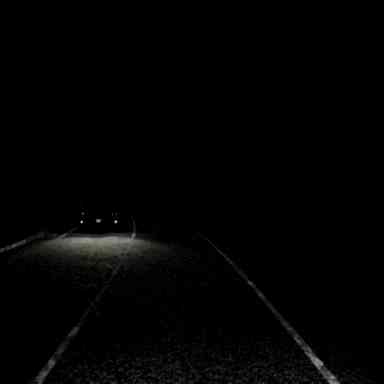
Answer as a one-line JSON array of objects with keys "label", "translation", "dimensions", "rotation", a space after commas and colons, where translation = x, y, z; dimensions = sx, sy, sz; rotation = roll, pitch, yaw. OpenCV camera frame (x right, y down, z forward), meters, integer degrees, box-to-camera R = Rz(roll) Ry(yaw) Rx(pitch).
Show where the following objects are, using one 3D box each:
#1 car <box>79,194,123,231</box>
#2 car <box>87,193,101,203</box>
[{"label": "car", "translation": [-5.497, 1.172, 20.637], "dimensions": [2.150, 2.045, 5.566], "rotation": [1, 0, -10]}, {"label": "car", "translation": [-17.783, 1.092, 60.366], "dimensions": [2.097, 1.767, 4.553], "rotation": [2, 0, -21]}]
